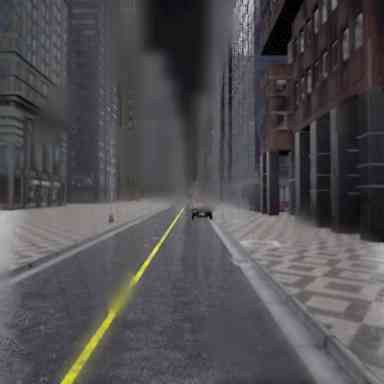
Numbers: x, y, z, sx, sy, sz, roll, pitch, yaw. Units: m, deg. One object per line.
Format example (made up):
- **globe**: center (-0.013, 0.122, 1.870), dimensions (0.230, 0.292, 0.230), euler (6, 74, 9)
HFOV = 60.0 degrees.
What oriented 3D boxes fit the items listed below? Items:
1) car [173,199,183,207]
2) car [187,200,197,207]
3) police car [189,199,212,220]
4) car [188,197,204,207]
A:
- **car**: center (-2.982, 2.311, 70.996), dimensions (1.837, 1.490, 4.892), euler (0, -1, 0)
- **car**: center (0.017, 2.320, 67.888), dimensions (2.033, 1.411, 5.357), euler (0, -1, 0)
- **police car**: center (0.907, 1.754, 31.940), dimensions (1.930, 1.638, 5.238), euler (0, -1, 0)
- **car**: center (0.912, 1.746, 47.864), dimensions (2.150, 2.045, 5.566), euler (0, -1, 0)
